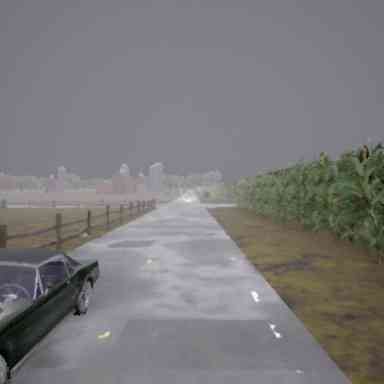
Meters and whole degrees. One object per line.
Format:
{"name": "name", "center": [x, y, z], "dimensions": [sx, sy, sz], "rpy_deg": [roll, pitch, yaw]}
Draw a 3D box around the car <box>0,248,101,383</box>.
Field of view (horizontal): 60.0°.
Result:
{"name": "car", "center": [-2.850, 1.601, 4.774], "dimensions": [1.895, 1.301, 4.718], "rpy_deg": [0, 0, 0]}
